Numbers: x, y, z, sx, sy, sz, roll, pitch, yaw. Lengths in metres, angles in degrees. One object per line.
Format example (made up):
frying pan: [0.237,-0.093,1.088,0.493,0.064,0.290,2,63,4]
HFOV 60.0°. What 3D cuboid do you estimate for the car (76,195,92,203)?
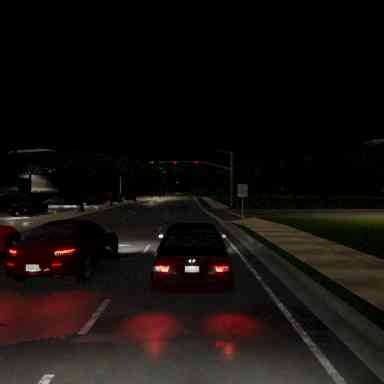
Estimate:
car: [-23.270,1.500,71.766,1.837,1.490,4.892,0,0,0]

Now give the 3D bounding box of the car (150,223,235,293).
car: [0.007,1.547,8.991,2.033,1.411,5.357,0,0,0]

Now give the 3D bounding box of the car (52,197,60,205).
car: [-23.353,1.526,56.894,1.812,1.442,4.674,0,0,1]

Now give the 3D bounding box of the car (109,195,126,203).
car: [-16.270,1.540,71.363,2.033,1.411,5.357,0,0,0]

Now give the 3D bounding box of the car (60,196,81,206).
car: [-19.873,1.564,55.778,1.994,1.385,4.181,0,0,1]

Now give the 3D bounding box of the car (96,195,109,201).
car: [-23.266,1.524,86.906,2.128,1.511,4.902,0,0,0]

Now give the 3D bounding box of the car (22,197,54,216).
car: [-15.776,1.547,32.426,2.033,1.411,5.357,0,0,-3]

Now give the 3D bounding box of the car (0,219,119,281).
car: [-3.496,1.526,9.702,1.812,1.442,4.674,0,0,1]

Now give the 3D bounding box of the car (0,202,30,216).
car: [-6.990,1.352,9.755,2.097,1.767,4.553,0,0,0]

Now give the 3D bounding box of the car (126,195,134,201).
car: [-16.266,1.534,86.785,2.033,1.411,5.357,0,0,0]

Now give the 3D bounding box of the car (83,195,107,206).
car: [-16.342,1.477,55.847,1.882,1.535,5.008,0,0,0]

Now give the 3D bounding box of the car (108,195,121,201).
car: [-19.766,1.539,85.195,2.033,1.411,5.357,0,0,0]
